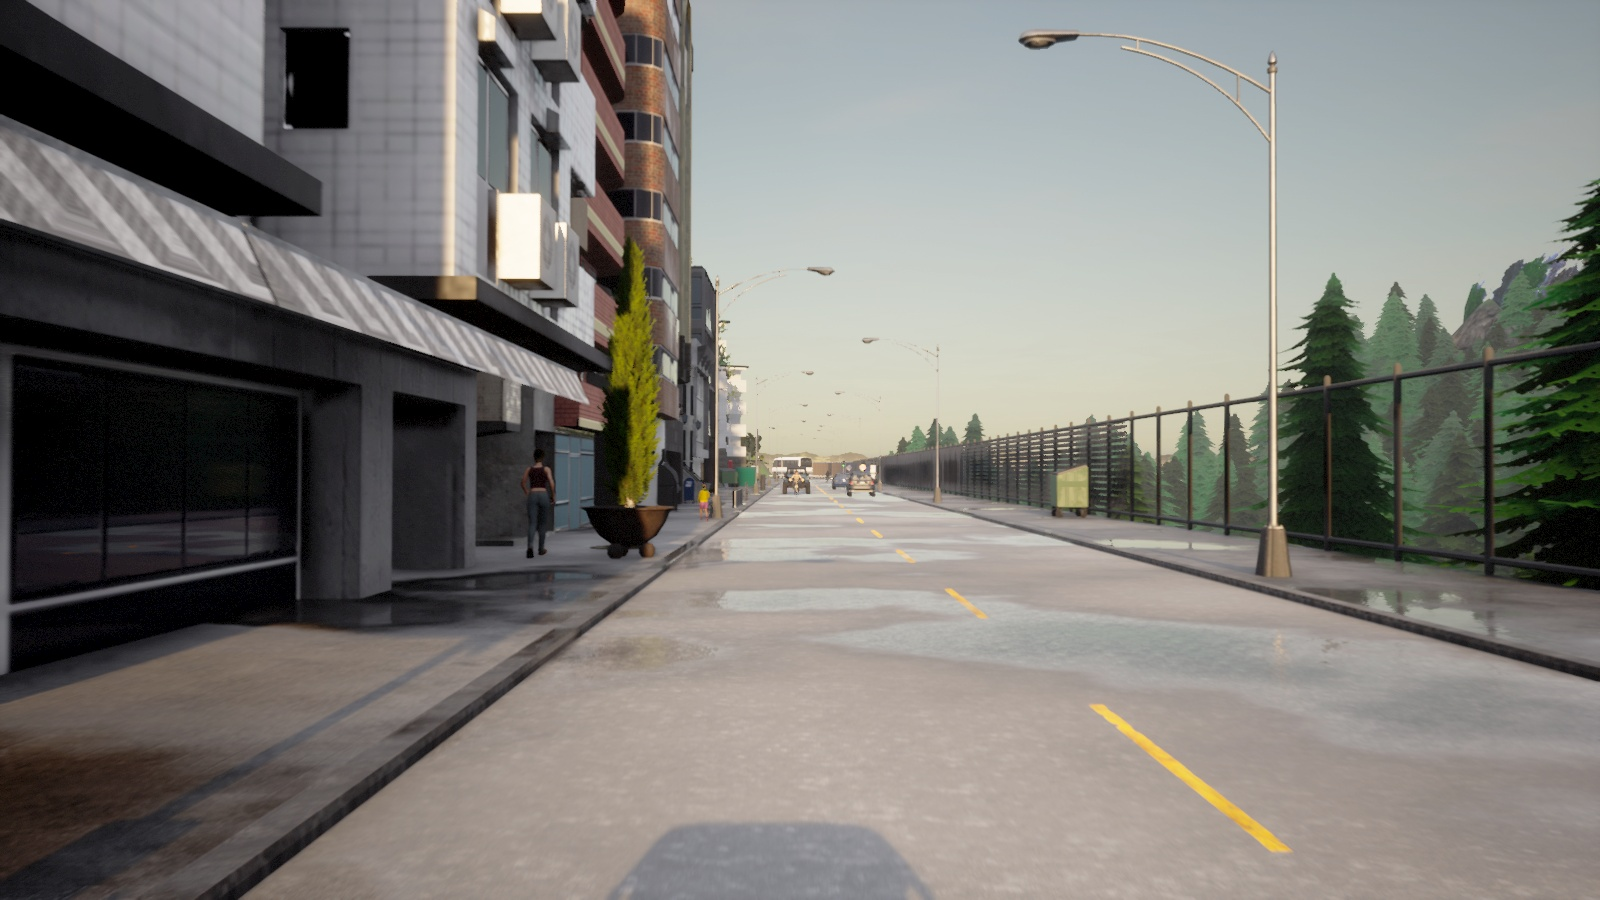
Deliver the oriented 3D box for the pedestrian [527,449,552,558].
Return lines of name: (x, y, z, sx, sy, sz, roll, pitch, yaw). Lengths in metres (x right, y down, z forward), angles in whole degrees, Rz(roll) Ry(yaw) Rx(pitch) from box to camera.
pedestrian: (-4.419, 0.899, 21.319, 0.345, 1.836, 0.594, 0, -1, -5)

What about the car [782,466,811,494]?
car: (-0.219, 2.039, 85.253, 1.905, 1.878, 3.866, 0, -1, 0)

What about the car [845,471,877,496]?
car: (3.796, 2.097, 78.779, 1.789, 1.549, 3.705, 0, -1, 0)

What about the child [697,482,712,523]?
child: (-2.777, 1.527, 36.499, 0.299, 1.160, 0.473, 0, -1, -23)
